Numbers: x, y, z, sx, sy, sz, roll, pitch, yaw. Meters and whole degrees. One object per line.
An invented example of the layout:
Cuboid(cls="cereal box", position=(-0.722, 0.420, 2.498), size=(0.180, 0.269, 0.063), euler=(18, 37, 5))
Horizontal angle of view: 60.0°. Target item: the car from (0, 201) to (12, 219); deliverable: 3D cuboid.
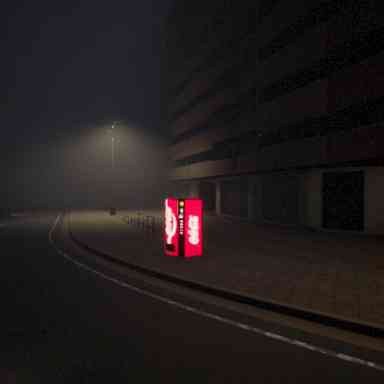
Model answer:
Cuboid(cls="car", position=(-17.136, 1.525, 29.100), size=(1.812, 1.442, 4.674), euler=(0, 0, -20))

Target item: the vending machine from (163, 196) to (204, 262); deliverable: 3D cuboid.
Cuboid(cls="vending machine", position=(-0.287, 1.195, 11.318), size=(1.100, 2.100, 0.880), euler=(0, 0, -39))
